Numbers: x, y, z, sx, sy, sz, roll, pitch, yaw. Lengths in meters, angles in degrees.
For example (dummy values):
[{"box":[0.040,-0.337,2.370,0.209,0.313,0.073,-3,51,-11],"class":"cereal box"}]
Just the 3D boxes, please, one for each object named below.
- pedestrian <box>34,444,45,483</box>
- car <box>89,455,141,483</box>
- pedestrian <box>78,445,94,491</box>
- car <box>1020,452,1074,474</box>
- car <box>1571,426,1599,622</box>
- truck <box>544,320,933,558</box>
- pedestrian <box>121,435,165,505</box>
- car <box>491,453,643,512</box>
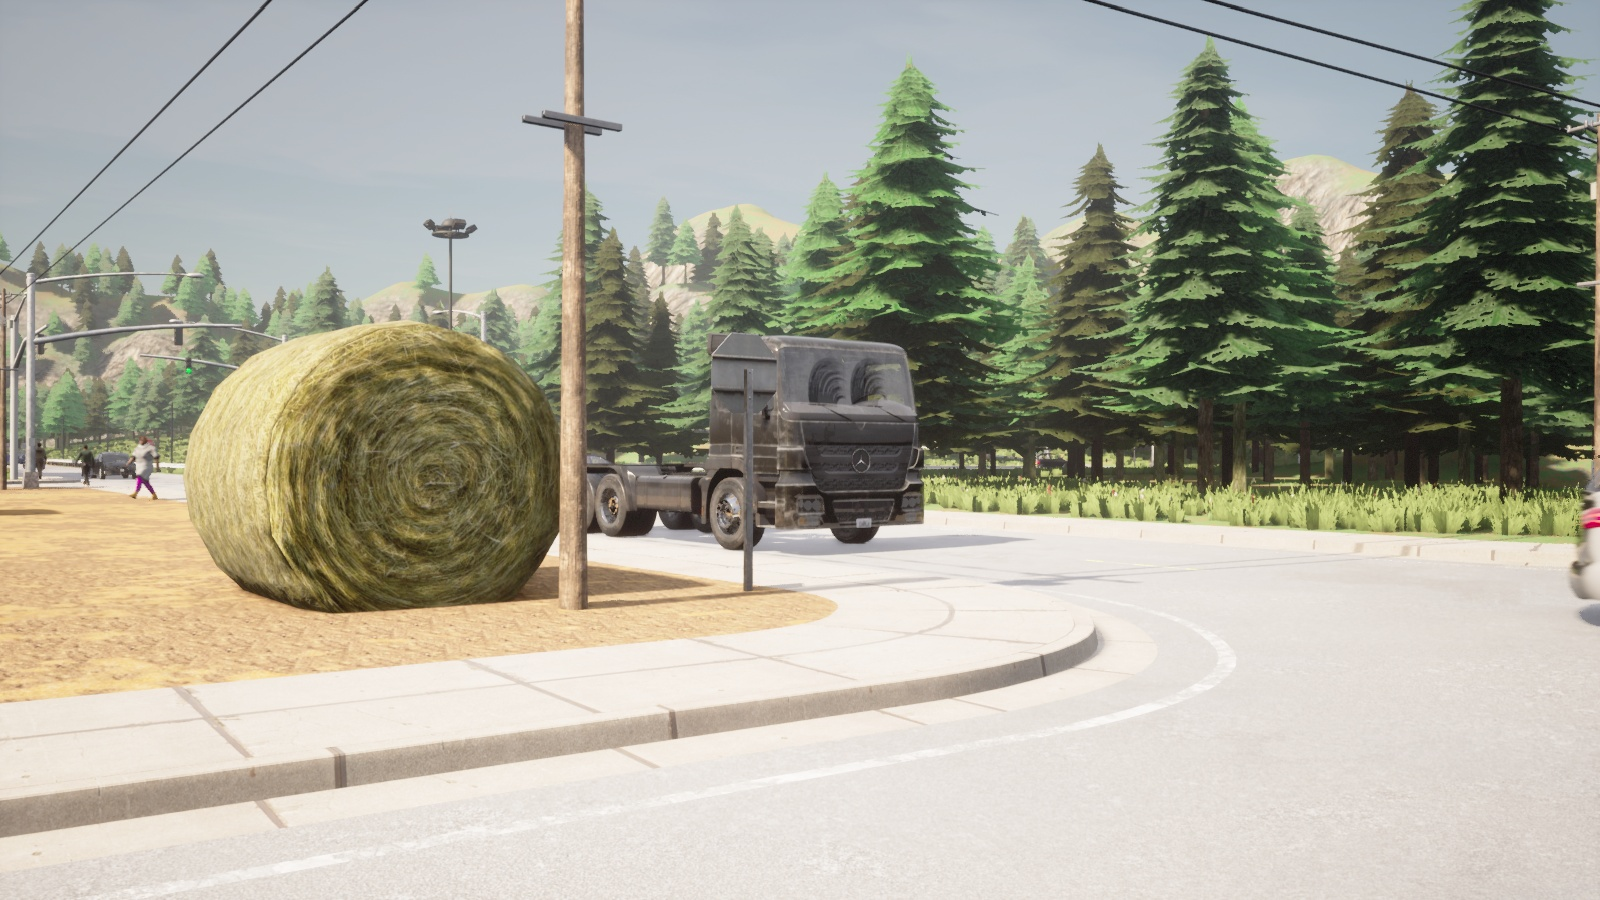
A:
[{"box":[-37.859,0.668,62.533,0.396,1.930,0.692,0,0,-37],"class":"pedestrian"},{"box":[-38.275,1.037,70.097,1.837,1.490,4.892,0,0,-38],"class":"car"},{"box":[-29.926,0.747,52.644,0.423,1.949,0.788,0,0,-42],"class":"pedestrian"},{"box":[17.822,0.916,90.697,3.705,1.549,1.789,0,0,-36],"class":"car"},{"box":[9.186,0.613,10.537,4.611,1.667,2.242,0,0,32],"class":"car"},{"box":[-1.445,-0.144,22.325,2.891,3.462,7.936,0,0,-38],"class":"truck"},{"box":[-18.424,0.550,35.241,0.659,1.952,0.873,0,0,20],"class":"pedestrian"},{"box":[-6.496,0.834,34.610,2.128,1.511,4.902,0,0,-38],"class":"car"}]
